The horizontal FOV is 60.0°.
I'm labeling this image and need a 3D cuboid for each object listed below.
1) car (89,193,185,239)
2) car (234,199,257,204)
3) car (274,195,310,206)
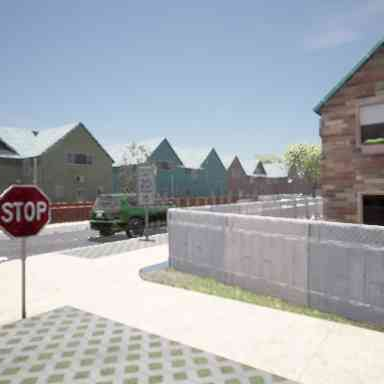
[{"bbox_3d":[-2.446,1.085,16.643,2.150,2.045,5.566,-2,0,36],"label":"car"},{"bbox_3d":[5.113,1.362,31.962,1.994,1.385,4.181,-2,-1,36],"label":"car"},{"bbox_3d":[9.750,1.059,33.328,2.097,1.767,4.553,-2,-1,36],"label":"car"}]
